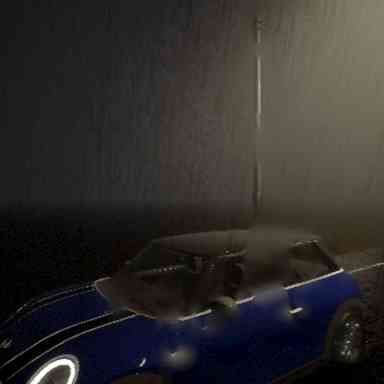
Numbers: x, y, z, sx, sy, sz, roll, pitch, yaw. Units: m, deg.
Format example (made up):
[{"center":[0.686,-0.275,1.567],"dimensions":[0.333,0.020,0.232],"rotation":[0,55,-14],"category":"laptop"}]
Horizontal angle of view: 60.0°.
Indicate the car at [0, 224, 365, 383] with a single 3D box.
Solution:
[{"center":[0.074,1.338,4.045],"dimensions":[4.553,1.767,2.097],"rotation":[0,0,-36],"category":"car"}]
